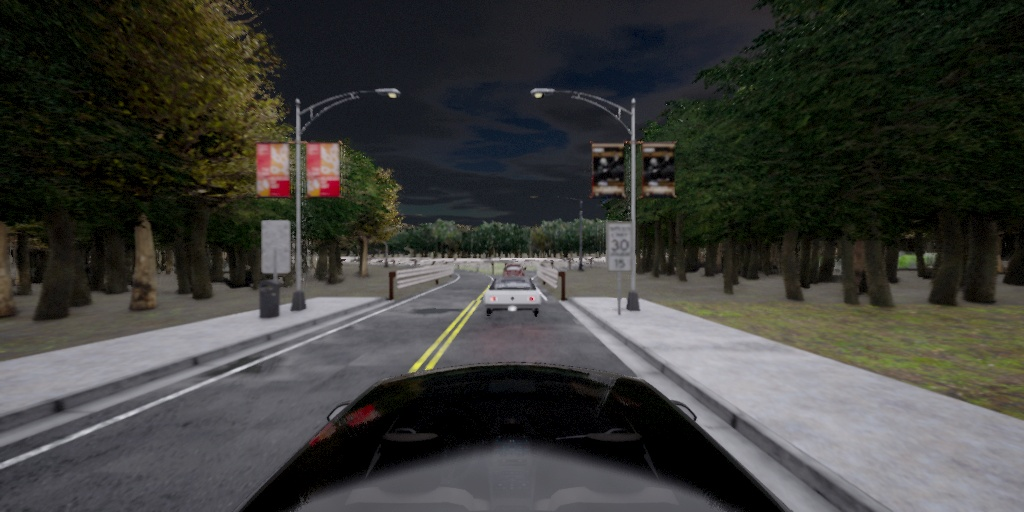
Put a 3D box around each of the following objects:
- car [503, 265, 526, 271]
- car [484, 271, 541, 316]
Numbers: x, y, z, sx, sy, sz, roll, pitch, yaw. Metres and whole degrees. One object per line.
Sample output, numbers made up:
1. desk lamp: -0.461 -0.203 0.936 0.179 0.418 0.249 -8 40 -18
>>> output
1. car: 0.200 1.431 29.972 1.812 1.442 4.674 0 0 2
2. car: 0.037 1.417 13.699 1.895 1.301 4.718 0 0 1
